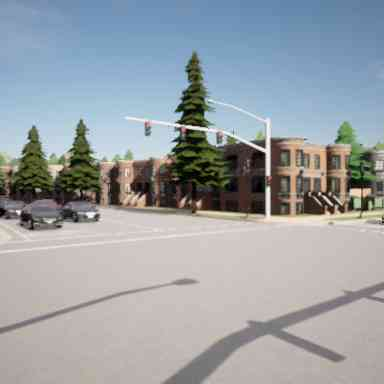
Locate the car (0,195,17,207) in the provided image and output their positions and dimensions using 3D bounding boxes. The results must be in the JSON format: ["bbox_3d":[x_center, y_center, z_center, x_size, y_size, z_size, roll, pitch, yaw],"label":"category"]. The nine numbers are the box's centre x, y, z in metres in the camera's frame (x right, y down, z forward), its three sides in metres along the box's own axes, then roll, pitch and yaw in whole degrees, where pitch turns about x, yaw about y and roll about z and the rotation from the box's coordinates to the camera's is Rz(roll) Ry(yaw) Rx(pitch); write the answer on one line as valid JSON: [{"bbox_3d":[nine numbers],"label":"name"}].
[{"bbox_3d":[-29.847,1.354,51.751,4.553,1.767,2.097,0,0,21],"label":"car"}]

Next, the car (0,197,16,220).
[{"bbox_3d":[-15.291,1.492,28.650,2.128,1.511,4.902,0,0,-39],"label":"car"}]

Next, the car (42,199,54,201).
[{"bbox_3d":[-14.481,1.475,33.095,1.882,1.535,5.008,0,0,-43],"label":"car"}]

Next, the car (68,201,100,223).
[{"bbox_3d":[-8.694,1.488,25.787,2.128,1.511,4.902,0,0,-37],"label":"car"}]

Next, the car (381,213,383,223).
[{"bbox_3d":[15.221,1.504,23.446,4.674,1.442,1.812,0,0,-36],"label":"car"}]

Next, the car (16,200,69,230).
[{"bbox_3d":[-9.657,1.504,21.241,1.837,1.490,4.892,0,0,-36],"label":"car"}]
